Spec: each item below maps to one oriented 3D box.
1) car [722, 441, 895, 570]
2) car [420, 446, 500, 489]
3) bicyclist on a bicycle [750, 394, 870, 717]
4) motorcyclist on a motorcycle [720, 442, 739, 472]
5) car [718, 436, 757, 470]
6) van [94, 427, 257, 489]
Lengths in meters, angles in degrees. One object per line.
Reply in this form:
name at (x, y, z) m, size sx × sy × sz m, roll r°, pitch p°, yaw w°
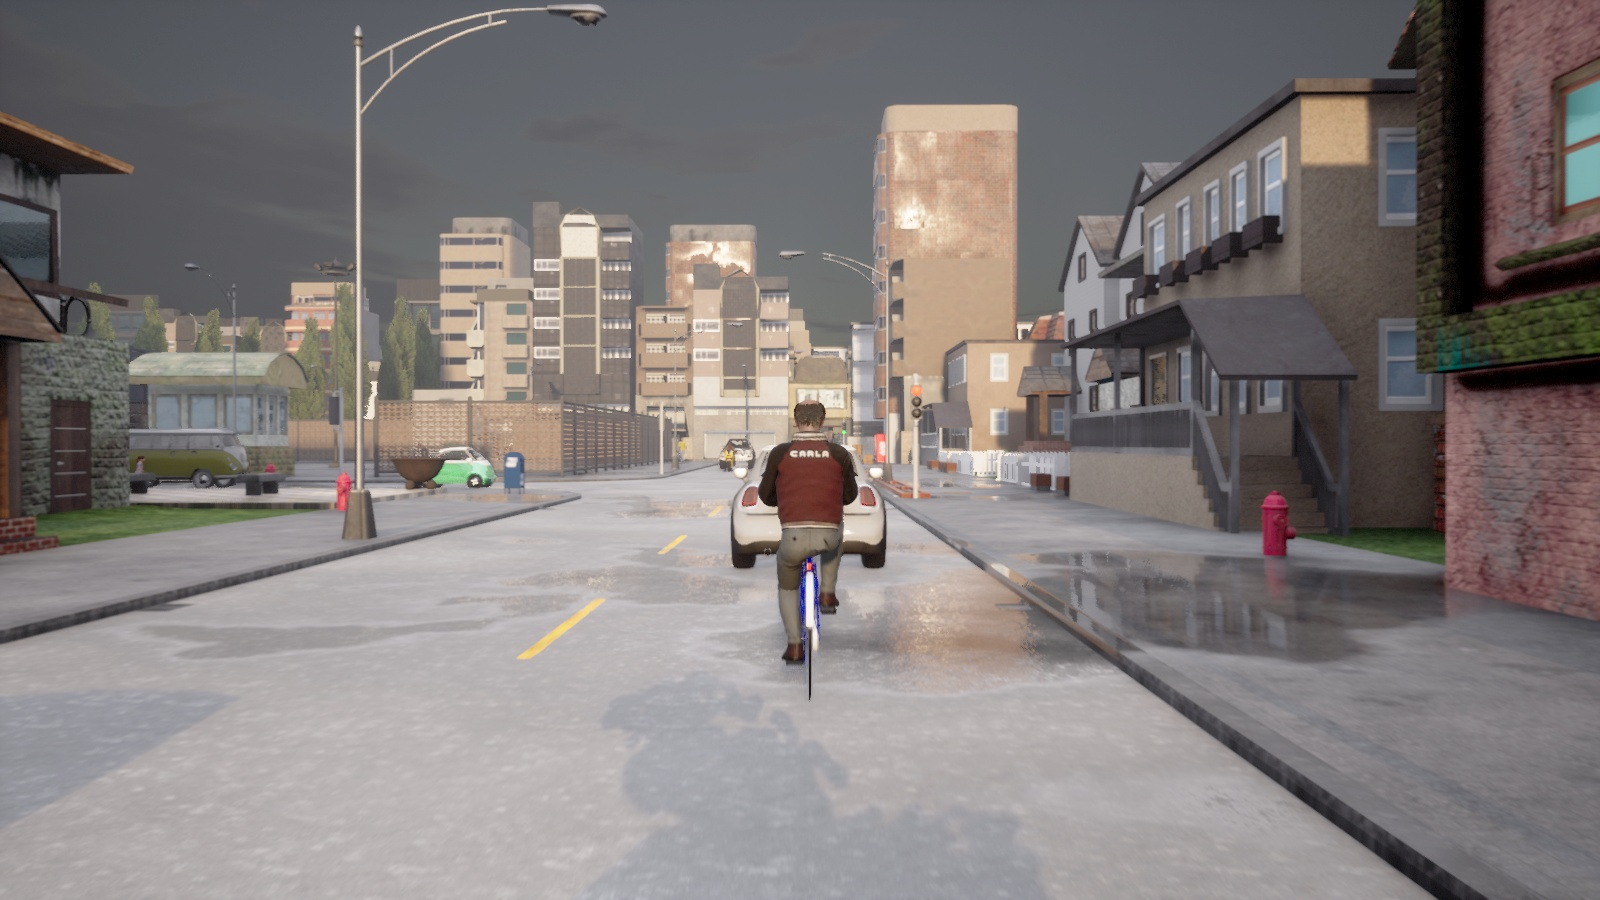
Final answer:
car at (0.105, 0.621, 16.191) m, size 1.970 × 1.475 × 3.806 m, roll 0°, pitch 0°, yaw 0°
car at (-11.061, 0.561, 40.977) m, size 2.207 × 1.376 × 1.481 m, roll 0°, pitch 0°, yaw 0°
bicyclist on a bicycle at (0.059, 0.573, 7.824) m, size 0.659 × 1.776 × 1.843 m, roll 0°, pitch 1°, yaw 0°
motorcyclist on a motorcycle at (-3.606, 0.362, 64.450) m, size 0.797 × 1.523 × 2.044 m, roll 0°, pitch 0°, yaw 2°
car at (-3.577, 0.152, 72.505) m, size 1.932 × 1.855 × 4.605 m, roll 0°, pitch 0°, yaw 1°
van at (-20.343, 0.251, 41.031) m, size 4.442 × 1.987 × 1.775 m, roll 0°, pitch 0°, yaw 0°
